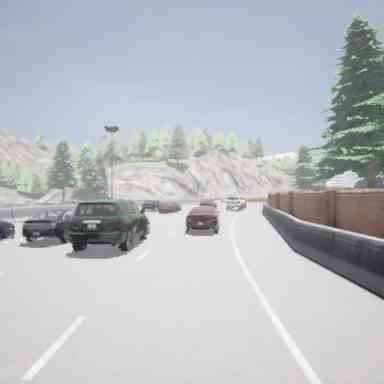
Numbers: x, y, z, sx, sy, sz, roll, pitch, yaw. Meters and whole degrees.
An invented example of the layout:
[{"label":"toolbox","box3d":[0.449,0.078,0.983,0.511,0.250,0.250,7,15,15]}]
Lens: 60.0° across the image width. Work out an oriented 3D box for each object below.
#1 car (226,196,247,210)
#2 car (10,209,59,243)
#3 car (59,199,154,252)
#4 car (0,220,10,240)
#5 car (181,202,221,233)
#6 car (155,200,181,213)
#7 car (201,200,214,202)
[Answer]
[{"label":"car","box3d":[6.501,1.577,48.485,2.150,2.045,5.566,-1,0,19]},{"label":"car","box3d":[-6.546,1.621,16.789,2.128,1.511,4.902,0,0,5]},{"label":"car","box3d":[-3.409,1.334,14.622,2.150,2.045,5.566,-1,0,4]},{"label":"car","box3d":[-10.185,1.685,15.425,1.994,1.385,4.181,0,0,4]},{"label":"car","box3d":[0.765,1.633,20.993,1.882,1.535,5.008,-1,0,7]},{"label":"car","box3d":[-2.624,1.868,40.863,1.994,1.385,4.181,0,0,14]},{"label":"car","box3d":[2.268,1.845,45.978,1.837,1.490,4.892,-1,-1,17]}]
